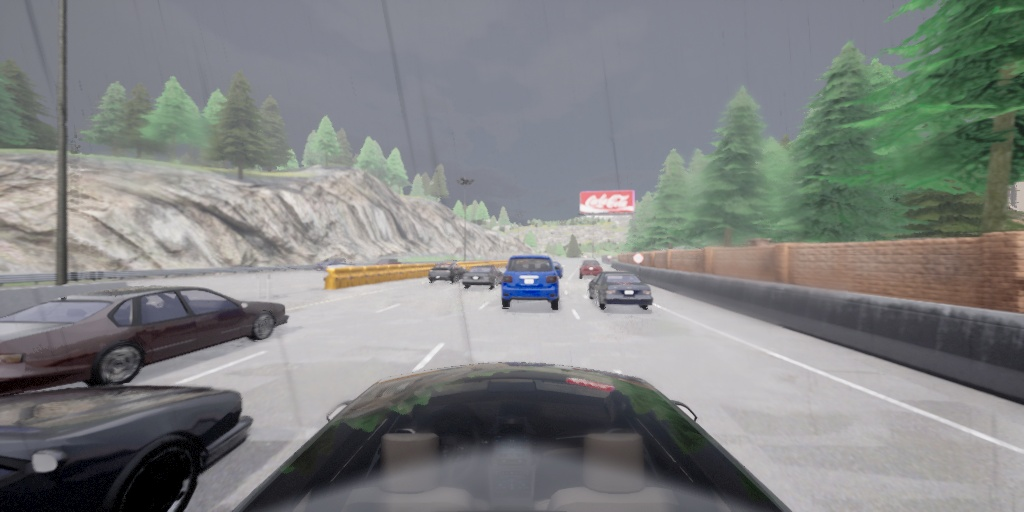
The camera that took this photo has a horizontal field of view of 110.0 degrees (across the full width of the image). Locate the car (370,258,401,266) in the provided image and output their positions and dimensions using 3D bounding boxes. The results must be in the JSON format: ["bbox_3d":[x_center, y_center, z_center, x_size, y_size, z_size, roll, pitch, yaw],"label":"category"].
[{"bbox_3d":[-15.640,1.081,44.431,2.097,1.767,4.553,0,0,12],"label":"car"}]

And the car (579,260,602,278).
[{"bbox_3d":[7.426,1.143,33.884,2.097,1.767,4.553,0,0,11],"label":"car"}]

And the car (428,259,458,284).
[{"bbox_3d":[-4.630,1.243,26.732,2.128,1.511,4.902,0,0,9],"label":"car"}]

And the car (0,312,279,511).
[{"bbox_3d":[-3.384,1.287,0.881,2.033,1.411,5.357,0,0,1],"label":"car"}]

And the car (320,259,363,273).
[{"bbox_3d":[-19.708,1.317,42.073,1.895,1.301,4.718,0,0,12],"label":"car"}]

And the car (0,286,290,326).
[{"bbox_3d":[-6.754,1.281,6.788,2.033,1.411,5.357,0,0,2],"label":"car"}]

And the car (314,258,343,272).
[{"bbox_3d":[-22.640,1.061,45.116,2.097,1.767,4.553,0,0,12],"label":"car"}]

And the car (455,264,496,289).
[{"bbox_3d":[-1.716,1.305,23.053,2.033,1.411,5.357,0,0,9],"label":"car"}]

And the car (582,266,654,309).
[{"bbox_3d":[4.330,1.318,15.001,2.033,1.411,5.357,0,0,6],"label":"car"}]

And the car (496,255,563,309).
[{"bbox_3d":[0.845,0.982,15.141,2.150,2.045,5.566,0,0,5],"label":"car"}]
